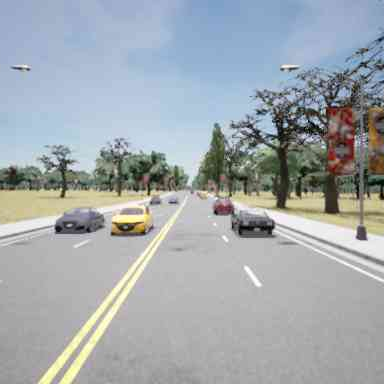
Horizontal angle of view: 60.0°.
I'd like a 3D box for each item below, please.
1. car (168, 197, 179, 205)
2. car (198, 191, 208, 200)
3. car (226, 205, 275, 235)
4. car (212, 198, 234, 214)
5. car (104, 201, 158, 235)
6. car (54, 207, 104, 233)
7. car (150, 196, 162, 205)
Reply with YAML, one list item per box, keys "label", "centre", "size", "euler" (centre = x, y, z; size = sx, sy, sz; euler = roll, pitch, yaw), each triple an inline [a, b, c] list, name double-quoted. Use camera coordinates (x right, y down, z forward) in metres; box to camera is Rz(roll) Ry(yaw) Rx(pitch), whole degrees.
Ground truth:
- label: "car"
  centre: [-3.282, 1.566, 60.233]
  size: [2.033, 1.411, 5.357]
  euler: [0, 0, 1]
- label: "car"
  centre: [3.254, 1.197, 88.768]
  size: [1.801, 1.575, 5.366]
  euler: [0, 1, 0]
- label: "car"
  centre: [3.352, 1.640, 19.274]
  size: [1.895, 1.301, 4.718]
  euler: [0, 0, 0]
- label: "car"
  centre: [3.352, 1.411, 36.118]
  size: [2.097, 1.767, 4.553]
  euler: [0, 0, 0]
- label: "car"
  centre: [-3.350, 1.516, 19.271]
  size: [1.882, 1.535, 5.008]
  euler: [0, 0, 0]
- label: "car"
  centre: [-6.598, 1.604, 19.913]
  size: [1.994, 1.385, 4.181]
  euler: [0, 0, 0]
- label: "car"
  centre: [-6.541, 1.523, 60.226]
  size: [1.837, 1.490, 4.892]
  euler: [0, 0, 1]
